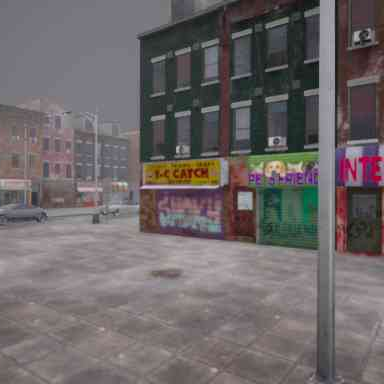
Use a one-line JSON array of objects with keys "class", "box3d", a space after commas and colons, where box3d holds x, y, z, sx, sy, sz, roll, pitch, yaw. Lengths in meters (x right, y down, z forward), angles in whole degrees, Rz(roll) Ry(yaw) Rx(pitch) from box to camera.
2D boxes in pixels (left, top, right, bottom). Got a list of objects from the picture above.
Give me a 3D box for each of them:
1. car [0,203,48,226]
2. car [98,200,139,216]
[{"class": "car", "box3d": [-12.311, 1.488, 23.158, 1.994, 1.385, 4.181, 0, 0, 35]}, {"class": "car", "box3d": [-6.486, 1.471, 31.346, 1.895, 1.301, 4.718, 0, 0, 36]}]
